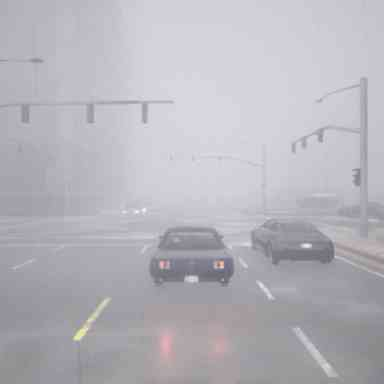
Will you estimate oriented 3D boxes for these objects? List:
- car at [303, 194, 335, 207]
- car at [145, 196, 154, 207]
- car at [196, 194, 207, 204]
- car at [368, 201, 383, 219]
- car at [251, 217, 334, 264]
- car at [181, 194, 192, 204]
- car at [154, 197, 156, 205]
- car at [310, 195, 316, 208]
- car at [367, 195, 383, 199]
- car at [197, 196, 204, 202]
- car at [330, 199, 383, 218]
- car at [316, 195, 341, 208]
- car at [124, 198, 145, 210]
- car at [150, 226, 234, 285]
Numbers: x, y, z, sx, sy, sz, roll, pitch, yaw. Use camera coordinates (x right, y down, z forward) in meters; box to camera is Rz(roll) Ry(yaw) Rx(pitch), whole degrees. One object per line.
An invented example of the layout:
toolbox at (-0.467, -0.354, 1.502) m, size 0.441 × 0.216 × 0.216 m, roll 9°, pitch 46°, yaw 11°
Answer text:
car at (24.180, 1.458, 63.392) m, size 4.605 × 1.855 × 1.932 m, roll 0°, pitch 0°, yaw 0°
car at (-8.078, 1.708, 54.842) m, size 2.128 × 1.511 × 4.902 m, roll 0°, pitch 0°, yaw -1°
car at (2.257, 1.508, 74.207) m, size 2.150 × 2.045 × 5.566 m, roll 0°, pitch 0°, yaw -1°
car at (18.138, 1.733, 28.824) m, size 4.181 × 1.385 × 1.994 m, roll 0°, pitch 0°, yaw -1°
car at (3.427, 1.611, 12.070) m, size 1.994 × 1.385 × 4.181 m, roll 0°, pitch 0°, yaw -1°
car at (-1.243, 1.507, 74.162) m, size 2.150 × 2.045 × 5.566 m, roll 0°, pitch 0°, yaw -1°
car at (-8.140, 1.607, 64.606) m, size 2.097 × 1.767 × 4.553 m, roll 0°, pitch 0°, yaw 0°
car at (24.246, 1.658, 60.709) m, size 3.905 × 1.438 × 1.784 m, roll 0°, pitch 0°, yaw 0°
car at (39.209, 1.480, 69.031) m, size 4.605 × 1.855 × 1.932 m, roll 0°, pitch 0°, yaw 0°
car at (2.123, 1.720, 84.597) m, size 1.812 × 1.442 × 4.674 m, roll 0°, pitch 0°, yaw -1°
car at (16.588, 1.674, 32.309) m, size 4.902 × 1.511 × 2.128 m, roll 0°, pitch 0°, yaw -1°
car at (24.262, 1.678, 57.813) m, size 3.806 × 1.475 × 1.970 m, roll 0°, pitch 0°, yaw 0°
car at (-7.964, 1.684, 45.489) m, size 1.837 × 1.490 × 4.892 m, roll 0°, pitch 0°, yaw -1°
car at (-0.028, 1.639, 9.543) m, size 1.895 × 1.301 × 4.718 m, roll 0°, pitch 0°, yaw -1°
